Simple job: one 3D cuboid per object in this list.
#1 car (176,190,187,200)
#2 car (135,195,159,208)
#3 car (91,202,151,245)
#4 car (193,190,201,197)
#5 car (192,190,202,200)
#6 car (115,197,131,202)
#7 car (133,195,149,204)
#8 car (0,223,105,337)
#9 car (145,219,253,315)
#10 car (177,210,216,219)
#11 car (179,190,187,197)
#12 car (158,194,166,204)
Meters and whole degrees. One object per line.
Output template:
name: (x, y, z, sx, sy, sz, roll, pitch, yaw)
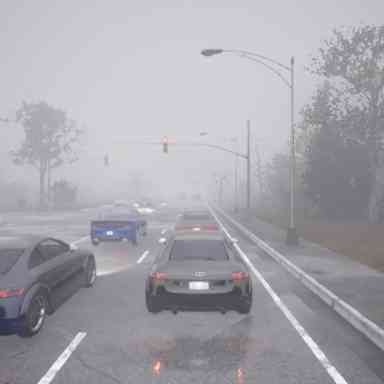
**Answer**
car: (-2.418, 1.010, 74.092, 1.994, 1.385, 4.181, 0, 3, 1)
car: (-6.450, 1.469, 47.830, 2.128, 1.511, 4.902, 0, 0, 1)
car: (-3.279, 1.470, 15.620, 1.882, 1.535, 5.008, 0, 0, -1)
car: (1.249, 0.276, 84.031, 1.837, 1.490, 4.892, 0, 3, 1)
car: (1.081, 0.814, 73.993, 2.097, 1.767, 4.553, 0, 3, 1)
car: (-9.957, 1.503, 47.650, 1.812, 1.442, 4.674, 0, 0, 2)
car: (-9.640, 1.395, 63.649, 2.128, 1.511, 4.902, 0, 1, 1)
car: (-3.357, 1.561, 6.633, 1.994, 1.385, 4.181, 0, 0, 0)
car: (0.145, 1.560, 7.659, 1.994, 1.385, 4.181, 0, 0, 1)
car: (0.232, 1.556, 16.058, 1.994, 1.385, 4.181, 0, 0, 1)
car: (-2.250, 0.254, 84.088, 1.882, 1.535, 5.008, 0, 3, 1)
car: (-6.143, 1.255, 63.605, 2.097, 1.767, 4.553, 0, 1, 2)
